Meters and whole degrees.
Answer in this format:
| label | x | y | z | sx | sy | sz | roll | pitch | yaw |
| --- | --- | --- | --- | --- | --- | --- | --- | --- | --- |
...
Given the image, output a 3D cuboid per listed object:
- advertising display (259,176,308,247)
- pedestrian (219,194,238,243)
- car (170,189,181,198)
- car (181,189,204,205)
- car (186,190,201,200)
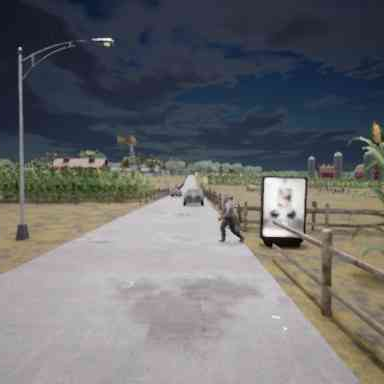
| label | x | y | z | sx | sy | sz | roll | pitch | yaw |
| --- | --- | --- | --- | --- | --- | --- | --- | --- | --- |
| advertising display | 3.179 | 0.675 | 11.619 | 1.540 | 2.440 | 0.280 | 1 | 3 | 0 |
| pedestrian | 1.308 | 0.934 | 12.004 | 0.375 | 1.860 | 0.375 | -2 | 3 | -10 |
| car | -2.664 | 0.212 | 56.551 | 2.033 | 1.411 | 5.357 | 0 | 1 | 1 |
| car | 0.173 | 0.436 | 35.210 | 2.097 | 1.767 | 4.553 | 0 | 1 | 0 |
| car | 0.182 | 0.375 | 48.190 | 2.033 | 1.411 | 5.357 | 0 | 1 | 0 |
